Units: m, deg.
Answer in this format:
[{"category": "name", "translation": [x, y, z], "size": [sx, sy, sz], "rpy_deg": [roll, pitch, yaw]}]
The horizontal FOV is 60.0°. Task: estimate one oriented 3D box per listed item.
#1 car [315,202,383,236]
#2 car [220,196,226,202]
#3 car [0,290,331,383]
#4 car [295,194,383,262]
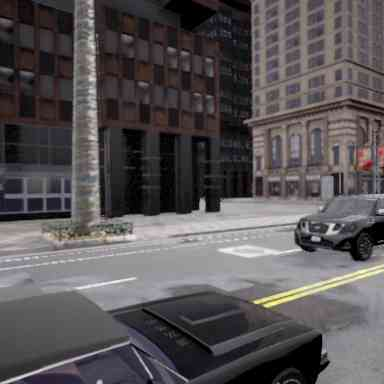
[{"category": "car", "translation": [9.282, 1.367, 18.277], "size": [5.357, 1.411, 2.033], "rpy_deg": [-1, 0, -35]}, {"category": "car", "translation": [4.300, 1.152, 62.264], "size": [2.128, 1.511, 4.902], "rpy_deg": [-1, 0, -35]}, {"category": "car", "translation": [-0.931, 1.593, 2.776], "size": [4.718, 1.301, 1.895], "rpy_deg": [-1, 0, -36]}, {"category": "car", "translation": [6.138, 1.104, 12.057], "size": [5.566, 2.045, 2.150], "rpy_deg": [0, 0, -35]}]
